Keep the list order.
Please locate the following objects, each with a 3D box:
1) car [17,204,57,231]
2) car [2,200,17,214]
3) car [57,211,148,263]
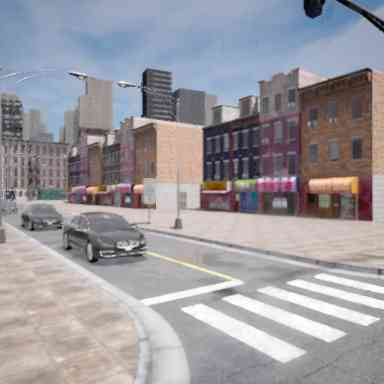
[{"bbox_3d":[-9.579,1.553,21.176,1.837,1.490,4.892,0,0,-35],"label":"car"},{"bbox_3d":[-20.422,1.641,36.636,1.812,1.442,4.674,0,0,-35],"label":"car"},{"bbox_3d":[-3.370,1.528,12.376,1.837,1.490,4.892,0,0,-35],"label":"car"}]
